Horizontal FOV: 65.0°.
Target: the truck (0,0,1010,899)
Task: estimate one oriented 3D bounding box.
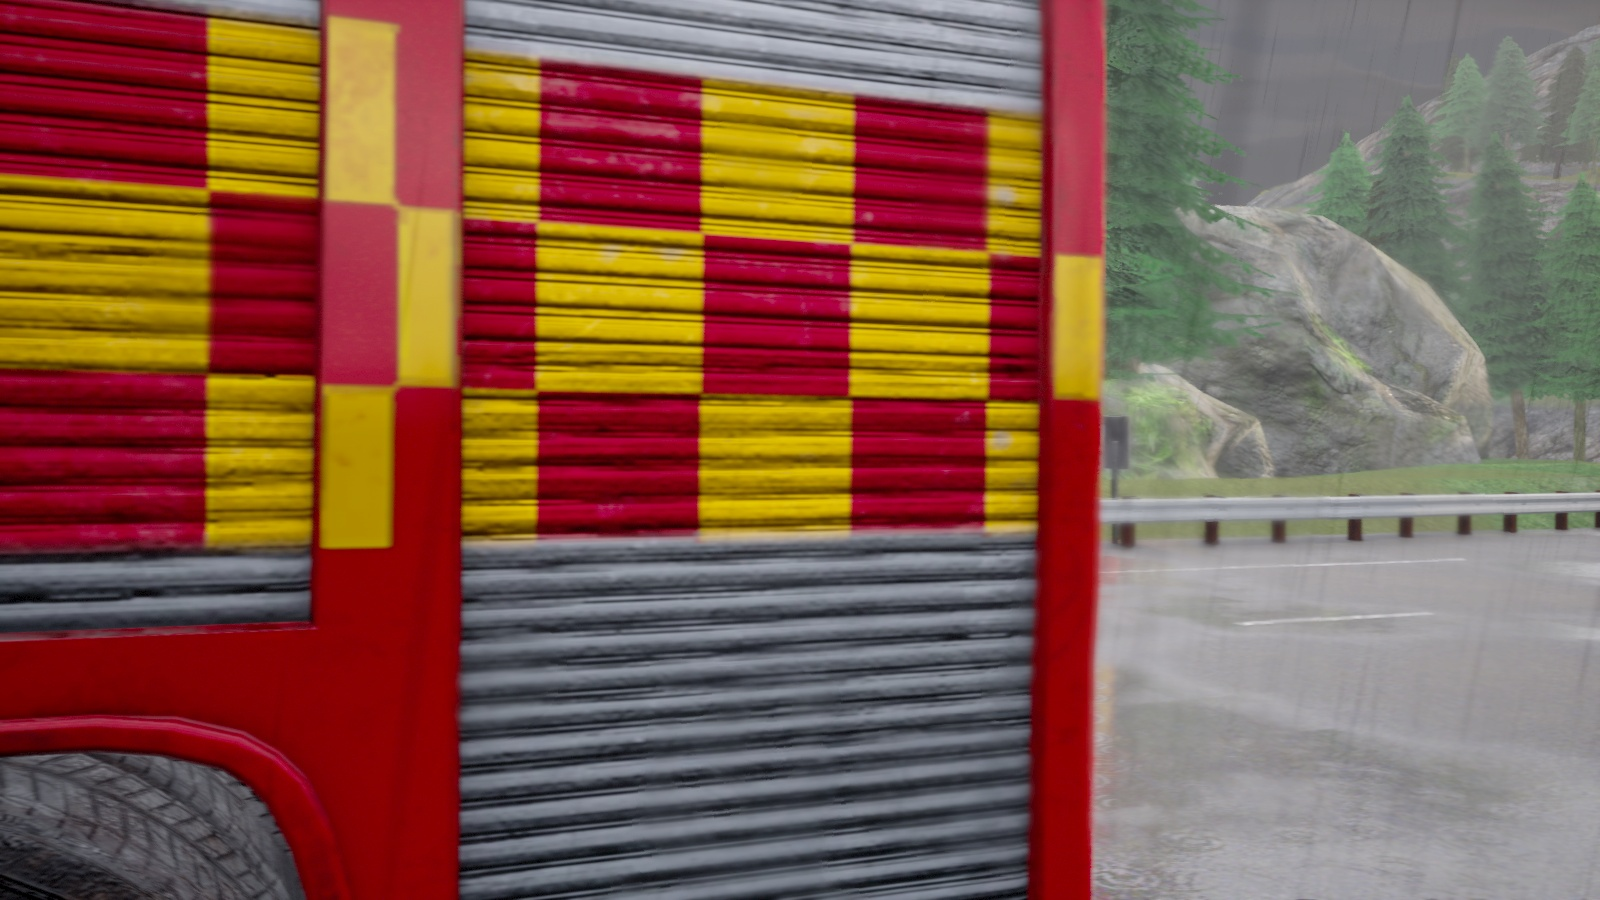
[{"bbox_3d":[-4.180,-0.348,1.639,8.468,3.827,2.891,-1,1,-21],"label":"truck"}]
